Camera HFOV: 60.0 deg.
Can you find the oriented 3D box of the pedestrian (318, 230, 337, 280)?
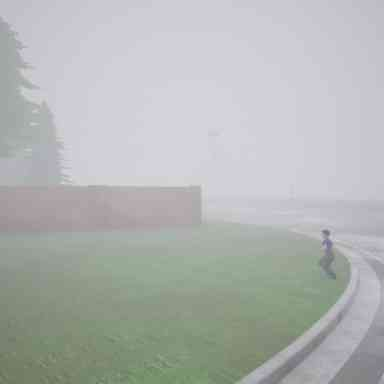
[{"bbox_3d":[3.280,1.423,7.923,0.375,1.300,0.375,0,0,30],"label":"pedestrian"}]
